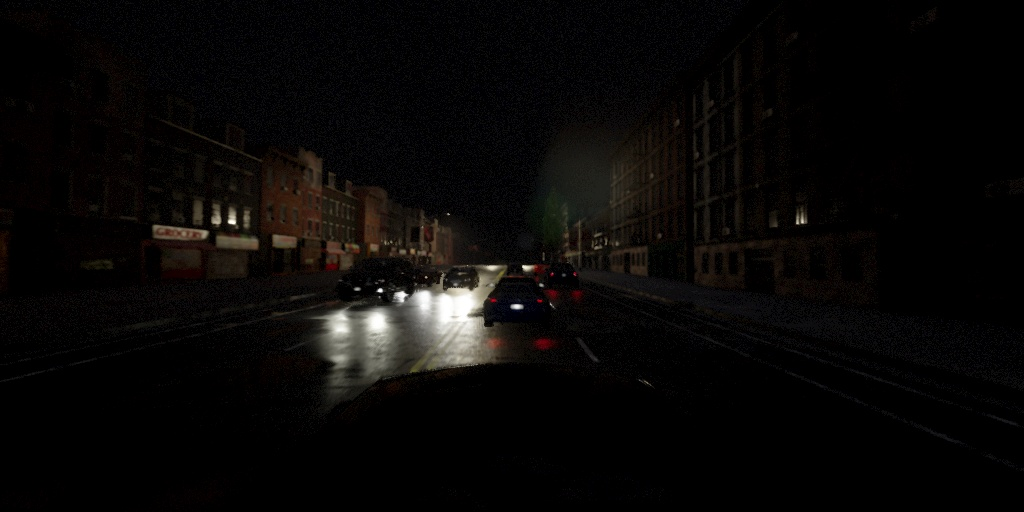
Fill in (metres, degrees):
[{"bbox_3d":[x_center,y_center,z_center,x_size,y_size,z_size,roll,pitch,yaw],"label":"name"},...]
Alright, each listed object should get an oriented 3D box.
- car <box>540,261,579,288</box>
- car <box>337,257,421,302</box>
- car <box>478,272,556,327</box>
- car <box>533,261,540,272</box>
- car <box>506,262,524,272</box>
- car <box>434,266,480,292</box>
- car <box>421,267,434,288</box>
[{"bbox_3d":[3.463,1.281,25.948,2.097,1.767,4.553,0,0,1],"label":"car"},{"bbox_3d":[-6.488,1.067,17.872,2.150,2.045,5.566,0,-1,1],"label":"car"},{"bbox_3d":[0.148,1.399,12.005,1.994,1.385,4.181,0,0,0],"label":"car"},{"bbox_3d":[3.571,1.332,42.217,2.097,1.767,4.553,0,0,1],"label":"car"},{"bbox_3d":[0.356,1.464,43.982,2.128,1.511,4.902,0,0,0],"label":"car"},{"bbox_3d":[-3.166,1.377,22.811,2.128,1.511,4.902,0,0,1],"label":"car"},{"bbox_3d":[-6.362,1.493,25.828,1.895,1.301,4.718,0,0,0],"label":"car"}]
